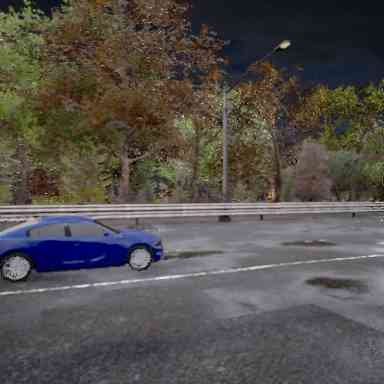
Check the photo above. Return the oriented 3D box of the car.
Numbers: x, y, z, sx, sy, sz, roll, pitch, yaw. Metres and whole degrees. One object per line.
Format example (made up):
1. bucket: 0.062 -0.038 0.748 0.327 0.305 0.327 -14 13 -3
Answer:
1. car: -3.281 1.437 9.441 5.008 1.535 1.882 0 0 -23
